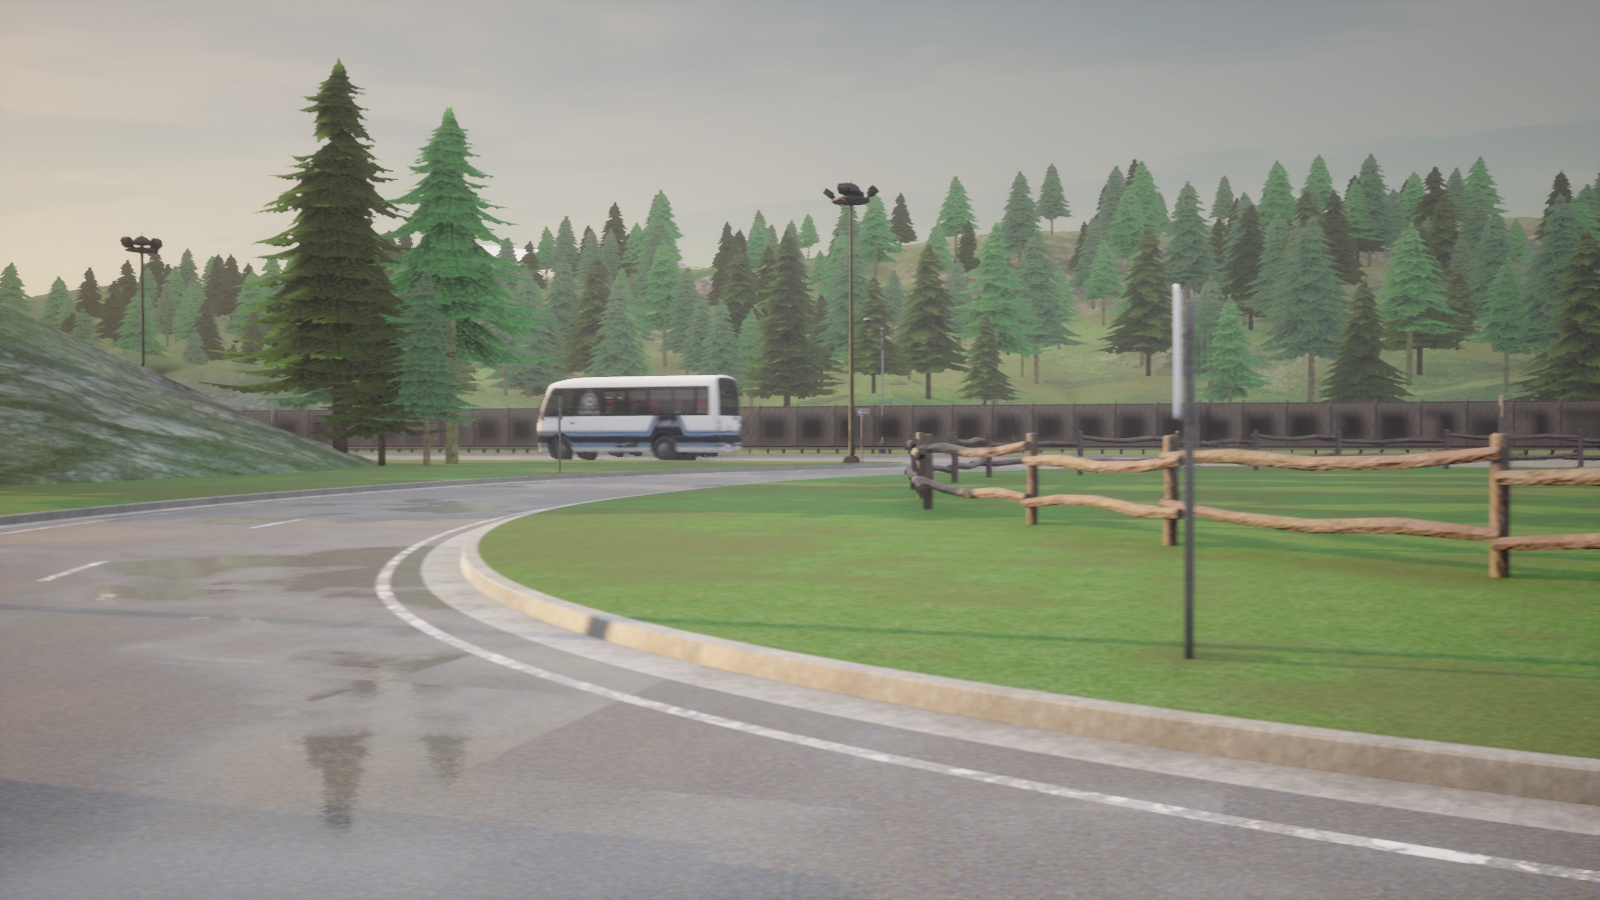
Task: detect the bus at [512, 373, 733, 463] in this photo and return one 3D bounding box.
[{"bbox_3d":[-8.862,-1.591,62.915,10.273,4.253,3.944,1,1,18],"label":"bus"}]

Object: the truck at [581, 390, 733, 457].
[{"bbox_3d":[-8.408,-1.552,73.832,8.468,3.827,2.891,1,1,18],"label":"truck"}]
